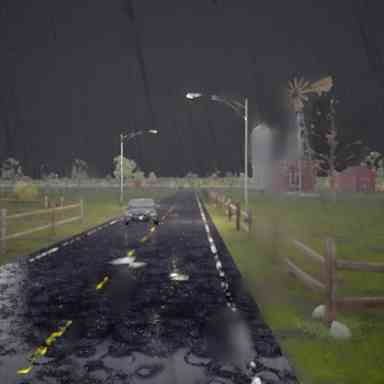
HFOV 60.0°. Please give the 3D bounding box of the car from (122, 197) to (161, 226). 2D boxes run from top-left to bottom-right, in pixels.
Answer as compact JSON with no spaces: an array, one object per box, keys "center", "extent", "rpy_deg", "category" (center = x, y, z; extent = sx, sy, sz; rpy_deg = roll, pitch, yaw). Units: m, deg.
[{"center":[-2.975,1.070,19.718],"extent":[1.837,1.490,4.892],"rpy_deg":[0,1,-7],"category":"car"}]
